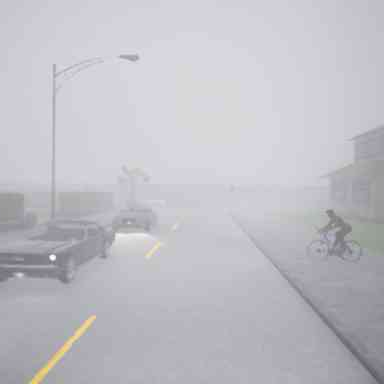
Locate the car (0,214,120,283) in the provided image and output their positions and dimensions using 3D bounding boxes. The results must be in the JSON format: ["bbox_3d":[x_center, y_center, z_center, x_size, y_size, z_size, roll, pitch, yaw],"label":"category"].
[{"bbox_3d":[-3.712,1.522,9.558,1.895,1.301,4.718,1,0,3],"label":"car"}]

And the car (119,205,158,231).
[{"bbox_3d":[-3.227,1.447,19.513,1.994,1.385,4.181,1,0,3],"label":"car"}]

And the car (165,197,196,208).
[{"bbox_3d":[-1.649,1.389,45.244,1.895,1.301,4.718,0,0,-40],"label":"car"}]

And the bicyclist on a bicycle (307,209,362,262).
[{"bbox_3d":[4.363,1.347,10.160,1.656,1.620,0.582,1,0,3],"label":"bicyclist on a bicycle"}]
